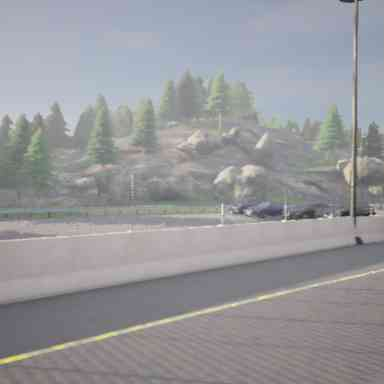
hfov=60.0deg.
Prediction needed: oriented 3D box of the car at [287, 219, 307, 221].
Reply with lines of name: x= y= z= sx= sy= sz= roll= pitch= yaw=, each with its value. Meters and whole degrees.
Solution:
car: x=9.267 y=1.551 z=26.207 sx=4.892 sy=1.490 sz=1.837 roll=1 pitch=0 yaw=-29

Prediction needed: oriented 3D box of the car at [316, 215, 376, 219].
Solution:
car: x=10.536 y=1.424 z=22.899 sx=4.553 sy=1.767 sz=2.097 roll=1 pitch=0 yaw=-29
